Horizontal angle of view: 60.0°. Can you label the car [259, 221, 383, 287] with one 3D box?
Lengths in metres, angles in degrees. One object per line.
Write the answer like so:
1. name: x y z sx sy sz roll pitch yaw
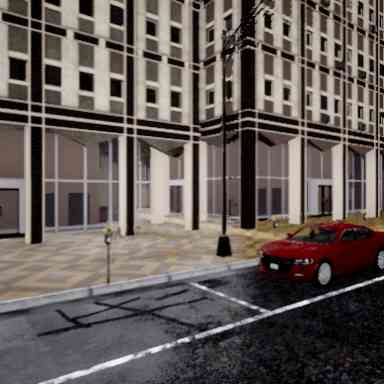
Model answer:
1. car: 3.801 1.530 9.270 4.507 1.381 1.887 0 0 -36
